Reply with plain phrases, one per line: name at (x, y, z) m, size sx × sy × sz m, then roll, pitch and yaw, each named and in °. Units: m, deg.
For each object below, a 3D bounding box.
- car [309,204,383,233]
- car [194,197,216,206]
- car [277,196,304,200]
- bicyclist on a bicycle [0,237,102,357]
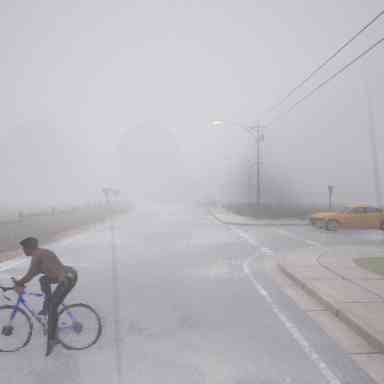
car at (9.390, 1.478, 19.326) m, size 5.008 × 1.535 × 1.882 m, roll 0°, pitch 0°, yaw -2°
car at (2.049, 1.491, 52.826) m, size 1.812 × 1.442 × 4.674 m, roll 0°, pitch 0°, yaw 34°
car at (17.738, 1.477, 59.515) m, size 5.008 × 1.535 × 1.882 m, roll 0°, pitch 0°, yaw -3°
bicyclist on a bicycle at (-2.100, 1.453, 4.669) m, size 1.656 × 1.620 × 0.582 m, roll -1°, pitch 0°, yaw -1°
